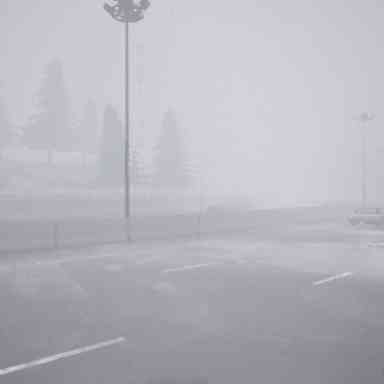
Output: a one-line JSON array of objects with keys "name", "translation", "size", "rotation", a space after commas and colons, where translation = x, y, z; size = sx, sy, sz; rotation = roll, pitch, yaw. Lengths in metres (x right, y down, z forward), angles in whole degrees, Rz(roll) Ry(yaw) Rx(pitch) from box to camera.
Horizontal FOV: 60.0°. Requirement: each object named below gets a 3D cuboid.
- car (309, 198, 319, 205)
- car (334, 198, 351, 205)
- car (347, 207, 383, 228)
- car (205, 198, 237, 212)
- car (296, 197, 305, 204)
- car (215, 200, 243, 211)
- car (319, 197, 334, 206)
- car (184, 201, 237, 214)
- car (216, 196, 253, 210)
[{"name": "car", "translation": [27.610, 2.100, 74.646], "size": [1.994, 1.385, 4.181], "rotation": [0, -1, 26]}, {"name": "car", "translation": [26.728, 1.919, 58.384], "size": [1.837, 1.490, 4.892], "rotation": [0, 0, 32]}, {"name": "car", "translation": [13.020, 1.767, 24.007], "size": [1.895, 1.301, 4.718], "rotation": [-1, -1, 45]}, {"name": "car", "translation": [3.973, 1.734, 45.389], "size": [2.097, 1.767, 4.553], "rotation": [-1, -1, 42]}, {"name": "car", "translation": [26.049, 2.077, 79.656], "size": [1.837, 1.490, 4.892], "rotation": [0, -1, 24]}, {"name": "car", "translation": [2.458, 1.832, 33.626], "size": [5.357, 1.411, 2.033], "rotation": [0, -1, -45]}, {"name": "car", "translation": [26.968, 1.833, 65.721], "size": [2.097, 1.767, 4.553], "rotation": [0, -1, 29]}, {"name": "car", "translation": [1.335, 1.764, 27.795], "size": [4.674, 1.442, 1.812], "rotation": [0, -1, -43]}, {"name": "car", "translation": [5.456, 1.569, 41.800], "size": [2.150, 2.045, 5.566], "rotation": [-1, -1, 43]}]
